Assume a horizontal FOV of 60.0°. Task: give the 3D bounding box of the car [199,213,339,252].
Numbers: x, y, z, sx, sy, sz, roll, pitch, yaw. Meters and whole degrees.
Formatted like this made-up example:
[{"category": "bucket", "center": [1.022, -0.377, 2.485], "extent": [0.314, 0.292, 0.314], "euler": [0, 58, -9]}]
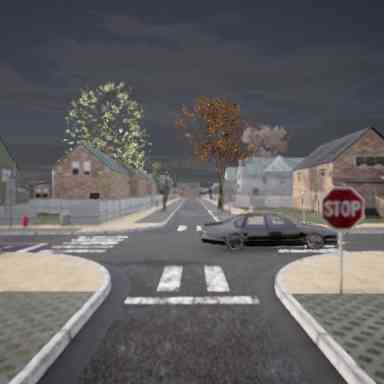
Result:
[{"category": "car", "center": [2.949, 1.537, 13.301], "extent": [5.357, 1.411, 2.033], "euler": [-1, 0, 1]}]
